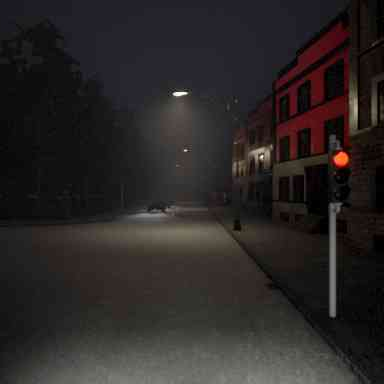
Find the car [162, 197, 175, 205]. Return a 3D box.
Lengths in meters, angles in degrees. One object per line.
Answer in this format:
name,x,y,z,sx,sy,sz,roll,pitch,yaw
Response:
car,-4.005,1.594,58.039,1.895,1.301,4.718,0,0,0

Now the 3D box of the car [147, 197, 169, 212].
car,-4.055,1.596,38.645,1.895,1.301,4.718,0,0,0

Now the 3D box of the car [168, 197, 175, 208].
car,-4.039,1.486,48.023,2.128,1.511,4.902,0,0,0
